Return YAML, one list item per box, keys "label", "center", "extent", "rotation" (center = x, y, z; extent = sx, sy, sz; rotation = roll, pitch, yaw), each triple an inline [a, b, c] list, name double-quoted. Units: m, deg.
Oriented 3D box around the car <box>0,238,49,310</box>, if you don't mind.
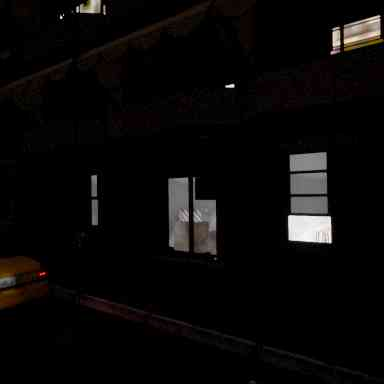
- label: "car"
  center: [-5.131, 1.458, 6.915]
  extent: [5.366, 1.575, 1.801]
  rotation: [0, 0, 36]
